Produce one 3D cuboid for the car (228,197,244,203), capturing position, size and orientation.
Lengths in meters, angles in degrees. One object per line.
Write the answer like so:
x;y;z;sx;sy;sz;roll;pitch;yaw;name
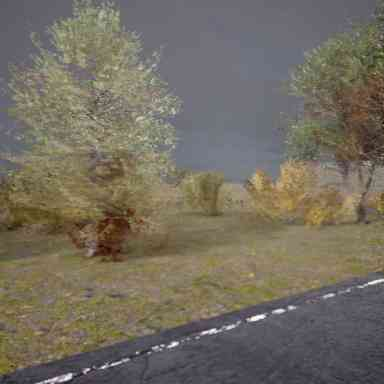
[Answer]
8.043;1.603;64.829;1.895;1.301;4.718;0;0;-32;car
